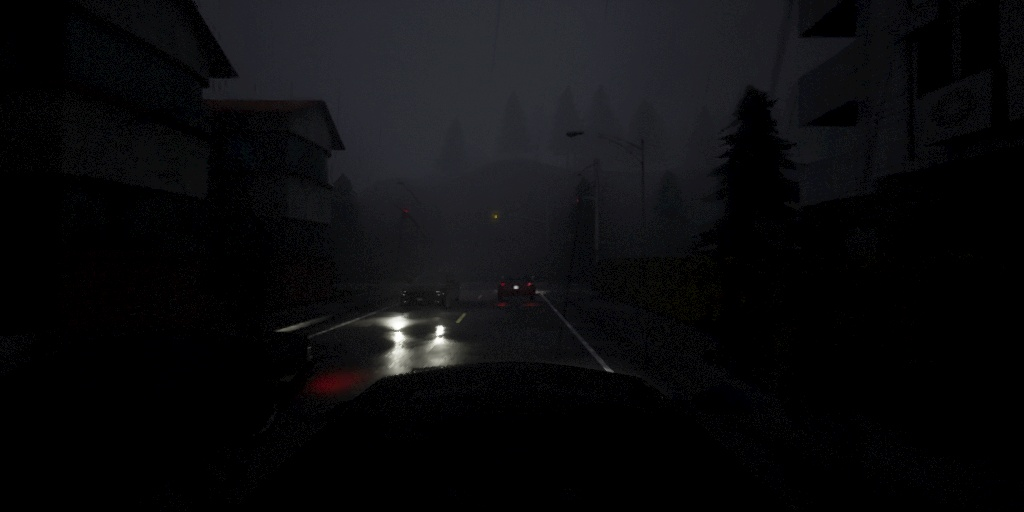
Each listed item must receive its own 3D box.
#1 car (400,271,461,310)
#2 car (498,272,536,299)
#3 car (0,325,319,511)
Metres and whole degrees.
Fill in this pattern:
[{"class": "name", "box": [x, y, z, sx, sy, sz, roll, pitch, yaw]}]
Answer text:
[{"class": "car", "box": [-3.531, 1.435, 16.255, 1.882, 1.535, 5.008, 0, -1, 0]}, {"class": "car", "box": [0.317, 1.573, 19.902, 1.994, 1.385, 4.181, 0, -1, 3]}, {"class": "car", "box": [-3.631, 1.310, 2.603, 2.033, 1.411, 5.357, 0, -1, 1]}]
